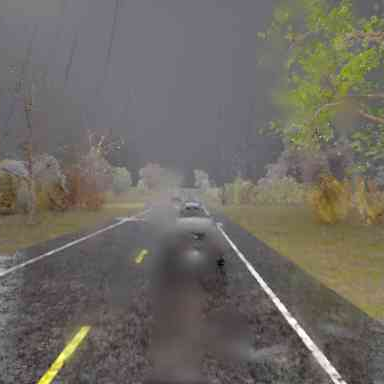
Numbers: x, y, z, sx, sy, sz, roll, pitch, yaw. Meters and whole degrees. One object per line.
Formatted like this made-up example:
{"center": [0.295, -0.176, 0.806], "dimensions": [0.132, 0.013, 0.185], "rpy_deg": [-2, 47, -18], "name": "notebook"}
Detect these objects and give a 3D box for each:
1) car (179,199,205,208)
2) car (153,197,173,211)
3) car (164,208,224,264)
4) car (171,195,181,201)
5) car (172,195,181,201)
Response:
{"center": [0.019, 1.539, 27.212], "dimensions": [1.837, 1.490, 4.892], "rpy_deg": [0, 0, 0], "name": "car"}
{"center": [-3.808, 1.642, 42.040], "dimensions": [1.895, 1.301, 4.718], "rpy_deg": [0, 0, -1], "name": "car"}
{"center": [0.069, 1.521, 11.803], "dimensions": [1.837, 1.490, 4.892], "rpy_deg": [0, 0, 0], "name": "car"}
{"center": [-3.660, 1.324, 75.783], "dimensions": [1.882, 1.535, 5.008], "rpy_deg": [0, 0, -2], "name": "car"}
{"center": [-3.807, 1.466, 83.082], "dimensions": [1.994, 1.385, 4.181], "rpy_deg": [0, 0, 0], "name": "car"}
